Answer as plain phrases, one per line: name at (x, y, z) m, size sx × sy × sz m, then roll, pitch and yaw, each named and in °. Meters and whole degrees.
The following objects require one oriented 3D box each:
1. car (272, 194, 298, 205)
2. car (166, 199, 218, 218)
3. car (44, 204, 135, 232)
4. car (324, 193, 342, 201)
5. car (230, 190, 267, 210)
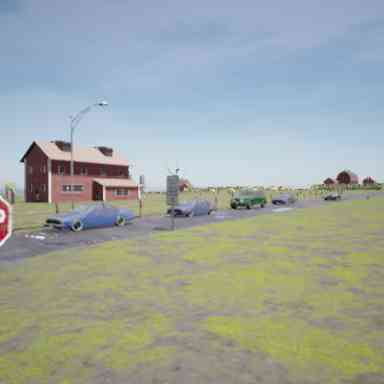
car at (12.565, 0.958, 44.829) m, size 2.033 × 1.411 × 5.357 m, roll 0°, pitch 1°, yaw 37°
car at (0.159, 1.273, 27.886) m, size 2.033 × 1.411 × 5.357 m, roll 0°, pitch 1°, yaw 36°
car at (-5.842, 1.421, 19.707) m, size 2.033 × 1.411 × 5.357 m, roll 0°, pitch 1°, yaw 37°
car at (23.117, 0.806, 54.401) m, size 1.895 × 1.301 × 4.718 m, roll 0°, pitch 1°, yaw 36°
car at (6.255, 0.793, 36.236) m, size 2.150 × 2.045 × 5.566 m, roll 0°, pitch 1°, yaw 36°
